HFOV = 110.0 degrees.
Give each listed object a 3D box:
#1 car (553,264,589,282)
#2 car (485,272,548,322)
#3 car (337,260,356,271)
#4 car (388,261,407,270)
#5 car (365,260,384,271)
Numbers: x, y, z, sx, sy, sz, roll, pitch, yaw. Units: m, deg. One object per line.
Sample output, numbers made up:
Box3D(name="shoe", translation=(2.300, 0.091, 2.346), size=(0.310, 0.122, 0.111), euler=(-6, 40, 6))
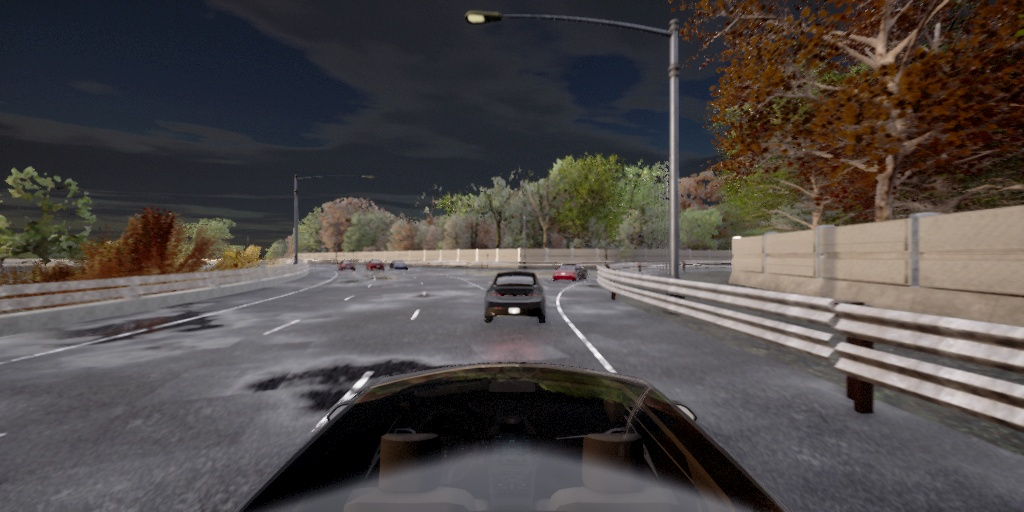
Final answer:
Box3D(name="car", translation=(4.878, 1.349, 29.439), size=(1.994, 1.385, 4.181), euler=(0, 0, 27))
Box3D(name="car", translation=(0.172, 1.268, 12.315), size=(1.837, 1.490, 4.892), euler=(0, 0, 3))
Box3D(name="car", translation=(-23.325, 1.350, 50.465), size=(1.812, 1.442, 4.674), euler=(0, 0, -32))
Box3D(name="car", translation=(-17.134, 1.390, 53.714), size=(1.994, 1.385, 4.181), euler=(0, 0, -32))
Box3D(name="car", translation=(-19.526, 1.301, 50.960), size=(1.882, 1.535, 5.008), euler=(0, 0, -31))
